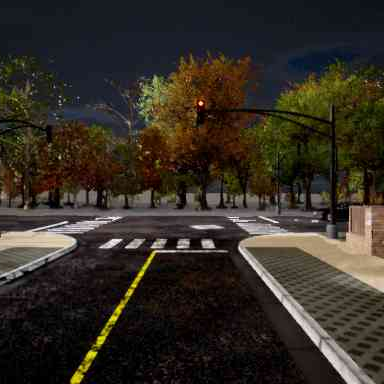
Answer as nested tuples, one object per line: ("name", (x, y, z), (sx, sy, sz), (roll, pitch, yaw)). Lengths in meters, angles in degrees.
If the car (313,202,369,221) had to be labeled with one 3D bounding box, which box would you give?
("car", (12.148, 1.556, 26.402), (4.892, 1.490, 1.837), (0, 0, 0))
